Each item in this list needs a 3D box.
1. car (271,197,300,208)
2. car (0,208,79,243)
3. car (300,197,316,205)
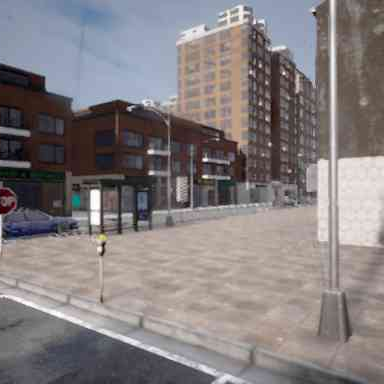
[{"bbox_3d":[12.248,1.358,44.452,2.128,1.511,4.902,0,0,36],"label":"car"},{"bbox_3d":[-8.084,1.481,15.680,2.033,1.411,5.357,0,0,35],"label":"car"},{"bbox_3d":[18.242,1.411,52.970,1.994,1.385,4.181,0,0,35],"label":"car"}]
